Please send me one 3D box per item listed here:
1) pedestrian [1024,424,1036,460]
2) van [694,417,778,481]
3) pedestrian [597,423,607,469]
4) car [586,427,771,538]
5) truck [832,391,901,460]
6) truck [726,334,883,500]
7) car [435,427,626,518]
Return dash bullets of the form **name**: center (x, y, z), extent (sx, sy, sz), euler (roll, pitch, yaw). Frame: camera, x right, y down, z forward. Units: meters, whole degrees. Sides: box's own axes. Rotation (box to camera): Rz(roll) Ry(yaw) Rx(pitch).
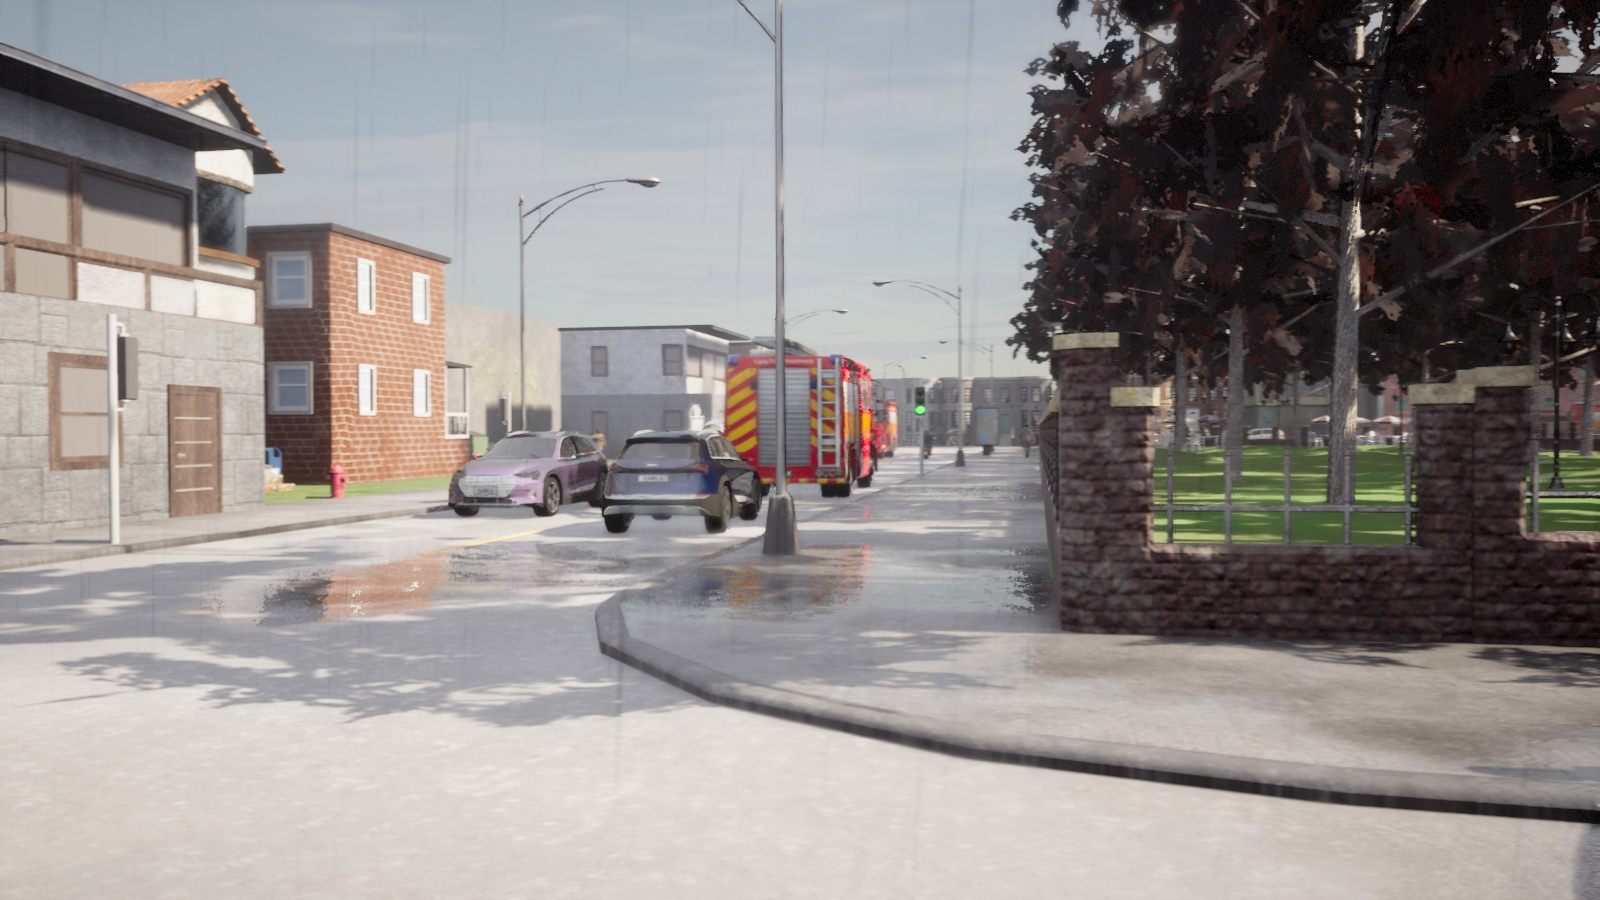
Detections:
- **pedestrian**: center (12.313, -0.426, 67.196), extent (0.659, 1.952, 0.873), euler (0, 1, 11)
- **van**: center (-2.083, -0.071, 42.092), extent (2.069, 2.038, 4.480), euler (0, 1, 7)
- **pedestrian**: center (-8.334, -0.174, 52.782), extent (0.396, 1.930, 0.692), euler (0, 1, -12)
- **car**: center (-1.886, 0.443, 21.179), extent (2.033, 1.649, 4.856), euler (0, 1, 8)
- **truck**: center (4.015, -1.410, 73.596), extent (2.891, 3.827, 8.468), euler (0, 1, 11)
- **truck**: center (0.359, -0.824, 33.234), extent (2.891, 3.827, 8.468), euler (0, 1, 9)
- **car**: center (-5.269, 0.376, 25.343), extent (2.033, 1.649, 4.856), euler (0, 1, 11)
